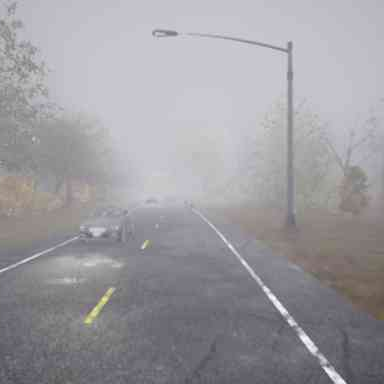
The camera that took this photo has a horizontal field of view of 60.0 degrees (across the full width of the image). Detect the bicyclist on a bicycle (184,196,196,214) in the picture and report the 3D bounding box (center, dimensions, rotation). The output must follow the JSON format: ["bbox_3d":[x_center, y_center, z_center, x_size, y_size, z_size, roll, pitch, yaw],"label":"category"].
[{"bbox_3d":[-0.031,1.312,31.352,0.866,1.612,1.509,0,0,-4],"label":"bicyclist on a bicycle"}]

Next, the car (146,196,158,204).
[{"bbox_3d":[-6.668,1.352,56.011,1.895,1.301,4.718,0,0,-6],"label":"car"}]

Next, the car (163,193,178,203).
[{"bbox_3d":[-3.678,1.207,61.524,2.128,1.511,4.902,0,0,-6],"label":"car"}]

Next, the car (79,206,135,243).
[{"bbox_3d":[-3.899,1.440,15.819,2.128,1.511,4.902,0,0,-2],"label":"car"}]

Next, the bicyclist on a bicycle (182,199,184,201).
[{"bbox_3d":[-0.752,1.262,41.025,0.866,1.612,1.509,0,0,-4],"label":"bicyclist on a bicycle"}]
